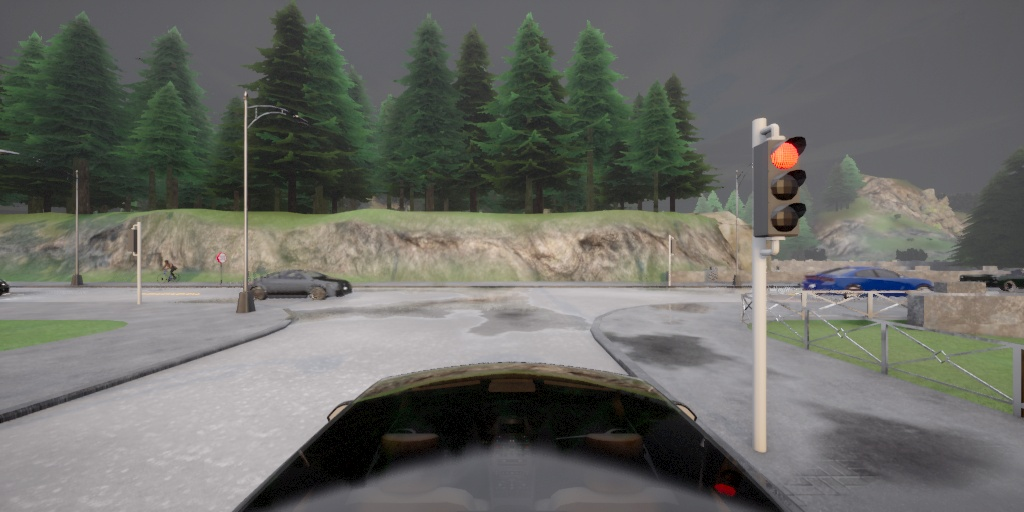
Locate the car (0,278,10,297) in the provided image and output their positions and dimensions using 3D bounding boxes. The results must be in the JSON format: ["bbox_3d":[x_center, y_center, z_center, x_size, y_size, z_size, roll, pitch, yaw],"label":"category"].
[{"bbox_3d":[-26.479,1.254,16.581,4.892,1.490,1.837,0,0,0],"label":"car"}]

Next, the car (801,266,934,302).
[{"bbox_3d":[16.313,1.227,16.530,5.008,1.535,1.882,0,0,0],"label":"car"}]

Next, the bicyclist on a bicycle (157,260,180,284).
[{"bbox_3d":[-23.915,1.099,24.975,0.582,1.620,1.656,0,0,0],"label":"bicyclist on a bicycle"}]

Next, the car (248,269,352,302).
[{"bbox_3d":[-9.707,1.314,16.559,4.181,1.385,1.994,0,0,0],"label":"car"}]

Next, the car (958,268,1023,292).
[{"bbox_3d":[29.056,1.351,20.710,4.718,1.301,1.895,0,0,0],"label":"car"}]
